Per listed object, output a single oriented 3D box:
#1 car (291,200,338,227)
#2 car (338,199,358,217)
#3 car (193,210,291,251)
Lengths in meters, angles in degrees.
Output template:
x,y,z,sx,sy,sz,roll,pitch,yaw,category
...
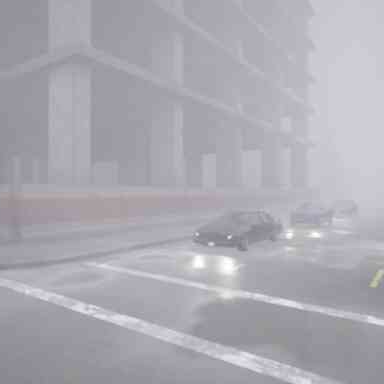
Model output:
x,y,z,sx,sy,sz,roll,pitch,yaw,category
8.209,1.428,22.680,1.882,1.535,5.008,0,0,35,car
14.219,1.443,31.158,2.128,1.511,4.902,0,0,35,car
2.215,1.496,14.218,2.033,1.411,5.357,0,0,35,car
